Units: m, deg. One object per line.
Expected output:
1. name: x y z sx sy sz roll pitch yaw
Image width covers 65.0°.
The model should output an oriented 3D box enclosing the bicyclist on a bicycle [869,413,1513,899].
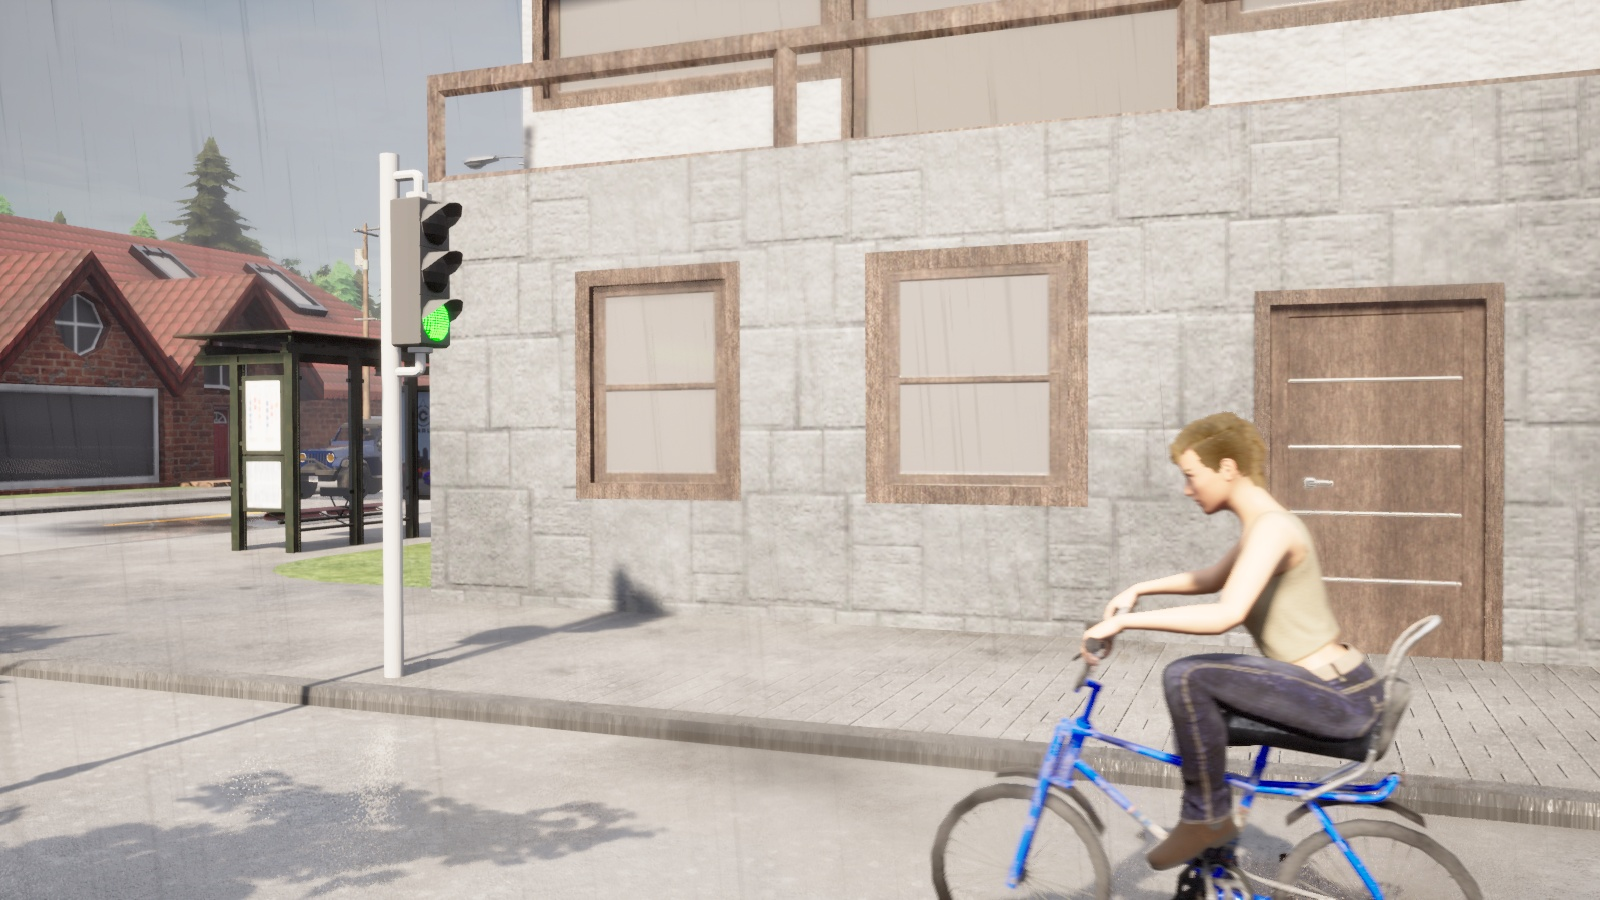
1. bicyclist on a bicycle: 1.049 0.711 3.501 1.509 1.612 0.866 1 1 22
